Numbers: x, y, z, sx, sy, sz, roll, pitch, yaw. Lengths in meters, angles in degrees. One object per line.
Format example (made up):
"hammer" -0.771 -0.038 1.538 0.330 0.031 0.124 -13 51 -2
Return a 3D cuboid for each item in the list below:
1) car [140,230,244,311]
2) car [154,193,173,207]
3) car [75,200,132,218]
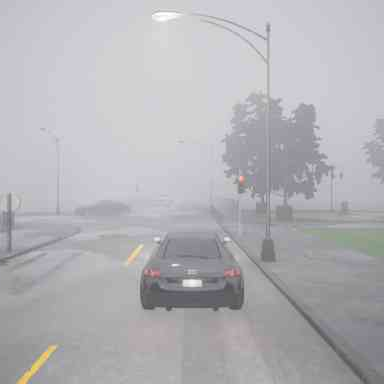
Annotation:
"car" 0.002 1.564 7.826 1.994 1.385 4.181 0 0 0
"car" -4.504 1.222 51.042 2.150 2.045 5.566 0 0 -1
"car" -7.998 1.478 30.266 5.008 1.535 1.882 0 2 -34
